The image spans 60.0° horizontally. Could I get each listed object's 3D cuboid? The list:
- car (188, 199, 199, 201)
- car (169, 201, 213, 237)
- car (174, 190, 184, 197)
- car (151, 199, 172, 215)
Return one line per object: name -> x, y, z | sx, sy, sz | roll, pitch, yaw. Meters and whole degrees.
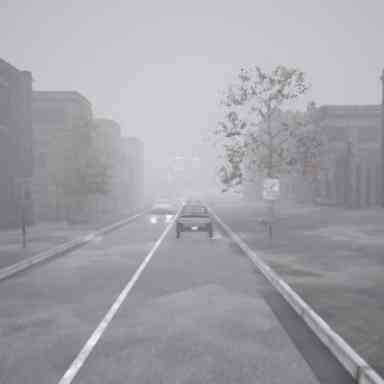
car -> 0.157, 1.520, 36.431 | 2.033, 1.411, 5.357 | 0, 0, 0
car -> 0.126, 1.478, 17.966 | 2.128, 1.511, 4.902 | 0, 0, 0
car -> -2.881, 0.269, 75.569 | 1.812, 1.442, 4.674 | 0, 4, 0
car -> -3.041, 1.500, 34.277 | 1.812, 1.442, 4.674 | 0, 0, 0
